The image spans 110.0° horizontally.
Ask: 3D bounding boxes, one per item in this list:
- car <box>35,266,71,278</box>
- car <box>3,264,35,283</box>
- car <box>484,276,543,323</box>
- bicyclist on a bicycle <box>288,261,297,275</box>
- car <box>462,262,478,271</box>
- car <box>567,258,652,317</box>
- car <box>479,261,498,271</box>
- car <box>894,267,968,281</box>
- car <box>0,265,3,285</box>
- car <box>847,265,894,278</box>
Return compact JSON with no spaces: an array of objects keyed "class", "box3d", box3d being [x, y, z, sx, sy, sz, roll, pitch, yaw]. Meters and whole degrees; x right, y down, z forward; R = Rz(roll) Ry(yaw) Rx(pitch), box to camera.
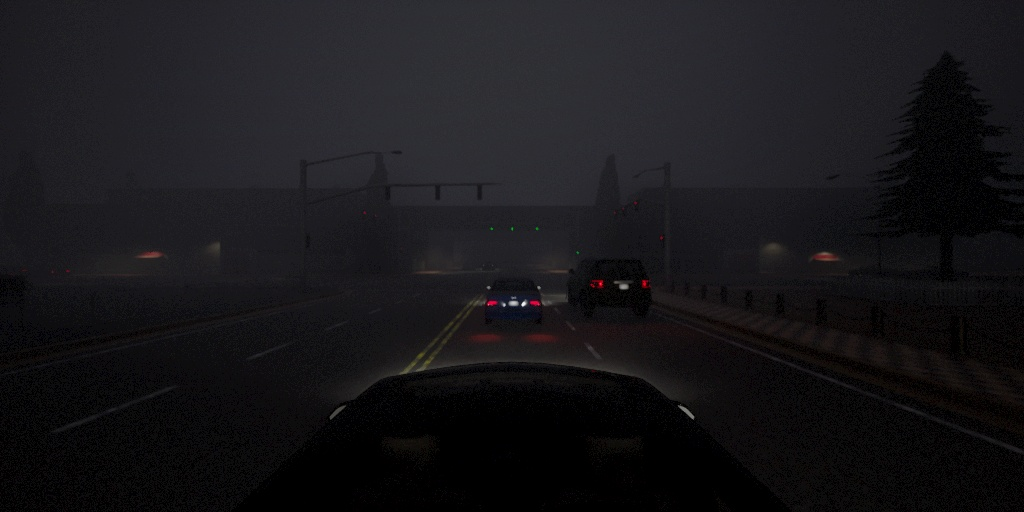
[{"class":"car","box3d":[-50.803,1.709,38.606,4.718,1.301,1.895,0,-1,2]},{"class":"car","box3d":[-50.499,1.578,35.092,4.892,1.490,1.837,0,-1,2]},{"class":"car","box3d":[0.060,1.404,12.596,2.033,1.411,5.357,0,-1,0]},{"class":"bicyclist on a bicycle","box3d":[-25.779,1.448,42.216,0.582,1.620,1.656,0,0,2]},{"class":"car","box3d":[-7.622,1.879,63.317,1.812,1.442,4.674,0,-1,1]},{"class":"car","box3d":[3.562,1.092,14.032,2.150,2.045,5.566,0,-1,0]},{"class":"car","box3d":[-4.127,1.706,63.433,2.097,1.767,4.553,0,-1,1]},{"class":"car","box3d":[40.215,1.673,34.306,4.718,1.301,1.895,0,-1,0]},{"class":"car","box3d":[-43.319,1.354,27.749,4.553,1.767,2.097,0,-1,2]},{"class":"car","box3d":[38.057,1.670,37.817,4.181,1.385,1.994,0,-1,0]}]
